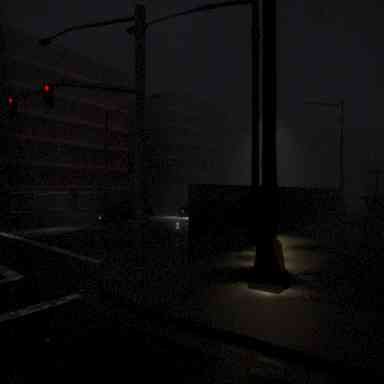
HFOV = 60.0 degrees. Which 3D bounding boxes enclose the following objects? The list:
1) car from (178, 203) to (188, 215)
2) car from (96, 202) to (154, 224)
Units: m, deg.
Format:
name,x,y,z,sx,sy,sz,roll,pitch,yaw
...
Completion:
name,x,y,z,sx,sy,sz,roll,pitch,yaw
car,0.557,1.505,32.503,1.837,1.490,4.892,0,0,35
car,-4.884,1.491,24.761,2.128,1.511,4.902,0,0,35
